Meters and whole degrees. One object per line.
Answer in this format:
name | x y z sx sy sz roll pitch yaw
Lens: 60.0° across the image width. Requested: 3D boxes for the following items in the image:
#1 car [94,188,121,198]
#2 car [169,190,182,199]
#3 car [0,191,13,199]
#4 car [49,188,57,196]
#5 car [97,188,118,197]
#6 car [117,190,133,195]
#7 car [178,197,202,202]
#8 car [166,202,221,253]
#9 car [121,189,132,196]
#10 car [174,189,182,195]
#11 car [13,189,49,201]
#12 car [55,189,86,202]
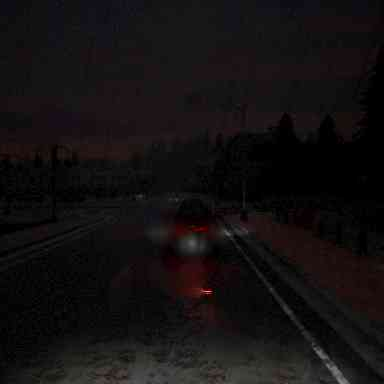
car | -17.238 0.239 66.911 4.605 1.855 1.932 0 1 0
car | -3.493 0.625 67.307 2.128 1.511 4.902 0 1 0
car | -35.788 0.508 63.305 3.633 1.501 1.845 0 1 0
car | -35.032 -0.007 85.750 4.605 1.855 1.932 0 1 0
car | -17.650 0.180 69.816 3.866 1.878 1.905 0 1 0
car | -17.972 0.085 89.029 3.806 1.475 1.970 0 1 0
car | 0.045 1.243 27.657 1.895 1.301 4.718 0 1 1
car | 0.041 1.336 12.816 1.837 1.490 4.892 0 1 1
car | -17.649 0.090 82.611 5.027 1.636 2.152 0 1 0
car | -3.484 0.060 82.650 1.812 1.442 4.674 0 1 0
car | -24.797 0.729 51.313 3.806 1.475 1.970 0 1 0
car | -17.376 0.757 48.333 3.633 1.501 1.845 0 1 0
